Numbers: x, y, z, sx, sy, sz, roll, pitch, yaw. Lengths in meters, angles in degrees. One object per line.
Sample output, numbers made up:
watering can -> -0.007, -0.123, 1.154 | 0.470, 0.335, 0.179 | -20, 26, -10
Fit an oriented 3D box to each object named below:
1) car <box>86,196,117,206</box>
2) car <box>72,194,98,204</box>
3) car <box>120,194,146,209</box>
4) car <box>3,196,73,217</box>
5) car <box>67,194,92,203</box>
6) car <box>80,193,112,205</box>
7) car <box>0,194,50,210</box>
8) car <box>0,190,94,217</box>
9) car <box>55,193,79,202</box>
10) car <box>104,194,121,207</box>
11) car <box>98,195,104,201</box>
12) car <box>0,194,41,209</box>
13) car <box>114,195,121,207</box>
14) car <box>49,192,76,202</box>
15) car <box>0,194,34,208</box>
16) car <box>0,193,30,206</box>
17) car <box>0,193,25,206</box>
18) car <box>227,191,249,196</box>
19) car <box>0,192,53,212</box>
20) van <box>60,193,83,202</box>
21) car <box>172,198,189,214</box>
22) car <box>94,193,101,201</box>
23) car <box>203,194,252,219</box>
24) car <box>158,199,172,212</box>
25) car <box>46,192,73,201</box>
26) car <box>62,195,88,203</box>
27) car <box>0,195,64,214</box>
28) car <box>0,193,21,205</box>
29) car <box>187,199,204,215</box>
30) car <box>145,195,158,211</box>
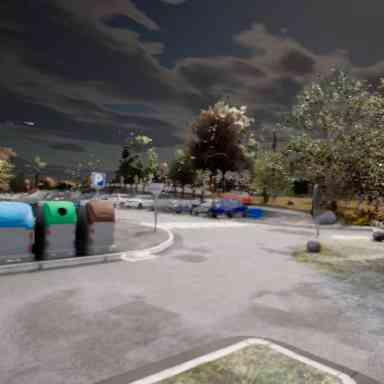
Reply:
car -> -16.265, 1.594, 59.891 | 1.946, 1.575, 5.366 | 2, -2, 33
car -> -21.648, 1.418, 67.261 | 2.185, 1.767, 4.553 | 1, -2, 33
car -> -7.053, 1.456, 47.977 | 2.435, 2.045, 5.566 | 2, -2, 33
car -> -12.275, 1.109, 26.826 | 2.002, 1.452, 4.674 | 1, -1, 33
car -> -23.482, 1.397, 69.672 | 2.185, 1.767, 4.553 | 1, -2, 33
car -> -17.963, 1.337, 62.492 | 2.435, 2.045, 5.566 | 1, -2, 33
car -> -17.533, 1.011, 34.065 | 1.946, 1.575, 5.366 | 1, -1, 33
car -> -10.490, 0.837, 24.442 | 2.435, 2.045, 5.566 | 1, -1, 33
car -> -28.895, 1.338, 76.950 | 2.185, 1.767, 4.553 | 2, -2, 33
car -> -10.669, 1.418, 52.849 | 2.435, 2.045, 5.566 | 1, -2, 33
car -> -12.538, 1.648, 55.226 | 2.231, 1.521, 4.892 | 1, -2, 33
car -> -19.409, 0.990, 36.261 | 2.231, 1.521, 4.892 | 1, -1, 33
car -> -8.893, 1.716, 50.379 | 2.163, 1.488, 4.792 | 2, -2, 33
car -> -30.740, 1.189, 79.313 | 2.435, 2.045, 5.566 | 2, -2, 33
car -> -21.206, 0.998, 38.599 | 2.163, 1.488, 4.792 | 1, -1, 33
car -> -22.972, 0.949, 40.982 | 2.097, 1.535, 5.008 | 1, -1, 33
car -> -24.857, 0.922, 43.188 | 1.946, 1.575, 5.366 | 1, -1, 33
car -> 5.529, 0.614, 42.832 | 2.097, 1.767, 4.553 | 3, 3, -37
car -> -15.858, 0.903, 31.523 | 2.185, 1.767, 4.553 | 1, -1, 33
van -> -27.032, 1.263, 74.619 | 1.878, 1.987, 4.442 | 1, -2, 33
car -> 0.225, 1.663, 38.332 | 2.185, 1.767, 4.553 | 1, -2, 33
car -> -14.354, 1.375, 57.620 | 2.435, 2.045, 5.566 | 2, -2, 33
car -> 3.902, 1.581, 33.566 | 2.435, 2.045, 5.566 | 1, -2, 33
car -> -1.559, 1.646, 40.792 | 2.185, 1.767, 4.553 | 2, -2, 33
car -> -32.553, 1.169, 81.778 | 2.435, 2.045, 5.566 | 1, -2, 33
car -> -25.273, 1.506, 72.105 | 2.231, 1.521, 4.892 | 2, -2, 33
car -> -14.062, 1.050, 29.182 | 2.231, 1.521, 4.892 | 1, -1, 33
car -> -26.550, 0.909, 45.710 | 2.097, 1.535, 5.008 | 1, -1, 33
car -> 2.066, 1.812, 35.946 | 2.231, 1.521, 4.892 | 2, -2, 33
car -> -3.389, 1.625, 43.203 | 2.185, 1.767, 4.553 | 2, -2, 33
